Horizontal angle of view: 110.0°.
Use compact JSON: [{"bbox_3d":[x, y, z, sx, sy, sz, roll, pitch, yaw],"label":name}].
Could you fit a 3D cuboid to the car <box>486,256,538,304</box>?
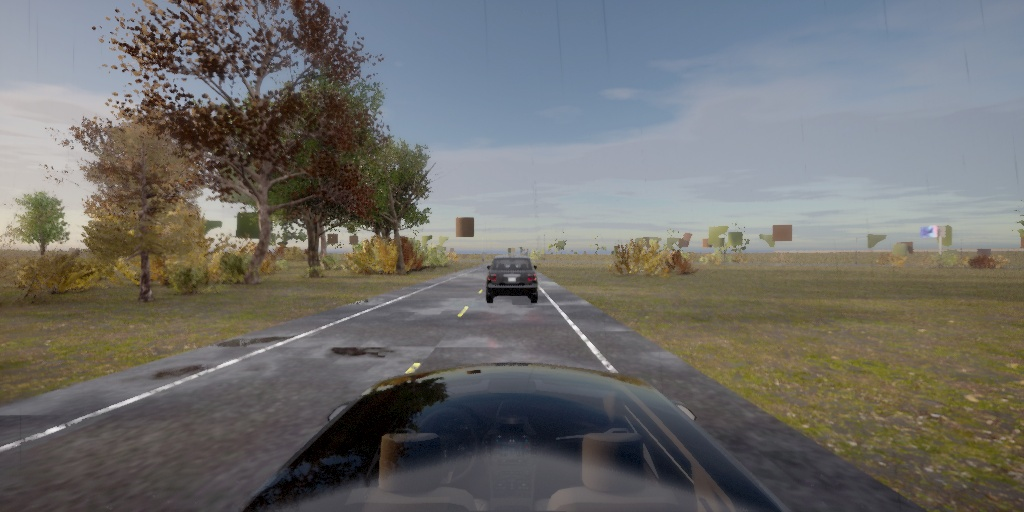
[{"bbox_3d":[0.000,1.001,16.530,2.150,2.045,5.566,0,0,0],"label":"car"}]
